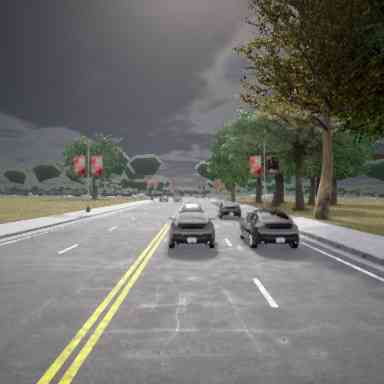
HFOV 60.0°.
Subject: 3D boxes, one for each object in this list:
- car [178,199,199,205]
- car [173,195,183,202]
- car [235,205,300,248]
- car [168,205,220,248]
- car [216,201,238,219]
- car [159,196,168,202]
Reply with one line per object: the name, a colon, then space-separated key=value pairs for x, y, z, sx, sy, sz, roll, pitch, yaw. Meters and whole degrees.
car: x=0.000 y=1.592 z=29.651 sx=1.994 sy=1.385 sz=4.181 roll=0 pitch=0 yaw=0
car: x=-3.250 y=1.470 z=76.776 sx=2.097 sy=1.767 sz=4.553 roll=0 pitch=0 yaw=0
car: x=3.250 y=1.520 z=14.650 sx=1.837 sy=1.490 sz=4.892 roll=0 pitch=0 yaw=0
car: x=0.000 y=1.520 z=14.650 sx=1.837 sy=1.490 sz=4.892 roll=0 pitch=0 yaw=0
car: x=3.250 y=1.536 z=29.651 sx=1.837 sy=1.490 sz=4.892 roll=0 pitch=0 yaw=0
car: x=-6.500 y=1.667 z=76.745 sx=1.994 sy=1.385 sz=4.181 roll=0 pitch=0 yaw=0
